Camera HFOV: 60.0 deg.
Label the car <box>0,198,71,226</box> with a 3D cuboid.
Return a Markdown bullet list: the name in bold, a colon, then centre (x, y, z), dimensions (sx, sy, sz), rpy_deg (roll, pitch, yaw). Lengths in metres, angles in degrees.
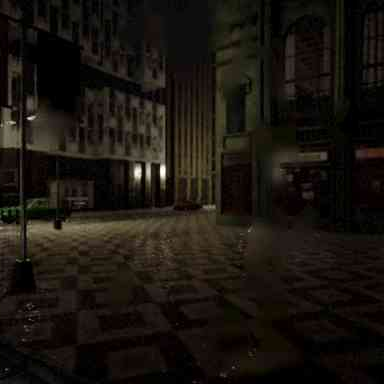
- **car**: centre (-12.561, 1.507, 26.946), dimensions (2.150, 2.045, 5.566), rpy_deg (0, 0, 35)

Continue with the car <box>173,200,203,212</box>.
- **car**: centre (-0.523, 1.830, 44.006), dimensions (1.882, 1.535, 5.008), rpy_deg (0, 0, 35)
